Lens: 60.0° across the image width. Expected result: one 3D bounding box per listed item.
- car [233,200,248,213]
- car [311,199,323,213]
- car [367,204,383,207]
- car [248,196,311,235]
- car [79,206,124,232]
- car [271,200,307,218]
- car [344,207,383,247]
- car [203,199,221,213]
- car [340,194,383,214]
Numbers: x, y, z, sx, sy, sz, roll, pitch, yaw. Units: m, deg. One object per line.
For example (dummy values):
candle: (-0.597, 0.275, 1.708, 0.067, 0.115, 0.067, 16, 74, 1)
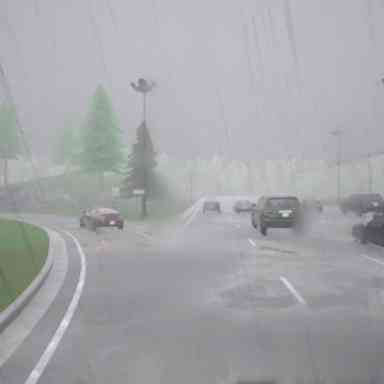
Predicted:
car: (5.710, 1.583, 37.098, 1.994, 1.385, 4.181, 0, 0, 3)
car: (12.669, 1.472, 36.145, 2.128, 1.511, 4.902, 0, 0, 3)
car: (11.710, 1.561, 18.022, 1.895, 1.301, 4.718, 0, 0, 3)
car: (4.752, 1.222, 19.061, 2.150, 2.045, 5.566, 0, 0, 3)
car: (-5.707, 1.586, 20.871, 1.812, 1.442, 4.674, 0, 0, -31)
car: (8.886, 1.541, 30.867, 2.033, 1.411, 5.357, 0, 0, 3)
car: (7.909, 1.521, 12.455, 2.033, 1.411, 5.357, 0, 0, 3)
car: (2.270, 1.518, 38.318, 1.882, 1.535, 5.008, 0, 0, 3)
car: (15.914, 1.178, 31.217, 2.150, 2.045, 5.566, 0, 0, 3)
